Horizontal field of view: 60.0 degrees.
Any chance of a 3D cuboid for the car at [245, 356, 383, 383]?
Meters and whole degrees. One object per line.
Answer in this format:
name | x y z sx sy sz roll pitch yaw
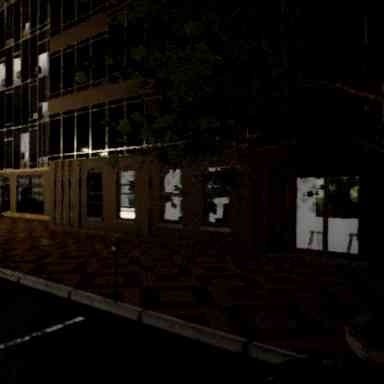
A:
car | 2.115 1.558 1.368 4.403 1.369 2.008 0 0 35
